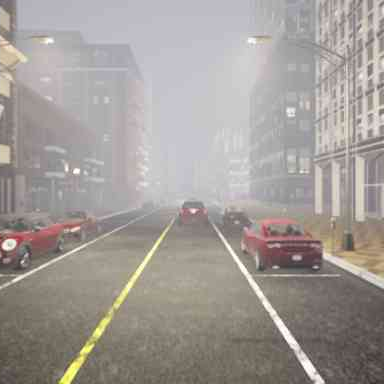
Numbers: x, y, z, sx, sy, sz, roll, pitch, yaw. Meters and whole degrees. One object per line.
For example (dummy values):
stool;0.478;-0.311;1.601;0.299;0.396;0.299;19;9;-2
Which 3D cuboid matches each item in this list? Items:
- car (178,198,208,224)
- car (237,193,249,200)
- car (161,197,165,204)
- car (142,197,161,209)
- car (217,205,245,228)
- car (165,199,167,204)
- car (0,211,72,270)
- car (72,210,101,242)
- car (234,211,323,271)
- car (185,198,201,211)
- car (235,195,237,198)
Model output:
car;0.092;1.362;24.679;2.097;1.767;4.553;0;0;0
car;14.667;1.090;83.167;5.009;1.841;2.192;-1;1;0
car;-5.707;1.579;50.282;2.008;1.369;4.403;0;0;0
car;-5.706;1.574;44.634;2.008;1.369;4.403;0;0;0
car;2.681;1.560;22.042;2.008;1.369;4.403;0;0;0
car;-5.761;1.622;63.199;1.802;1.307;4.206;0;0;0
car;-5.695;1.443;10.742;1.967;1.590;4.097;0;0;0
car;-5.697;1.587;16.390;1.802;1.307;4.206;0;0;0
car;2.685;1.549;10.744;1.887;1.381;4.507;0;0;0
car;0.088;1.499;41.582;1.882;1.535;5.008;0;0;0
car;14.530;1.084;91.545;5.009;1.841;2.192;-1;1;0
